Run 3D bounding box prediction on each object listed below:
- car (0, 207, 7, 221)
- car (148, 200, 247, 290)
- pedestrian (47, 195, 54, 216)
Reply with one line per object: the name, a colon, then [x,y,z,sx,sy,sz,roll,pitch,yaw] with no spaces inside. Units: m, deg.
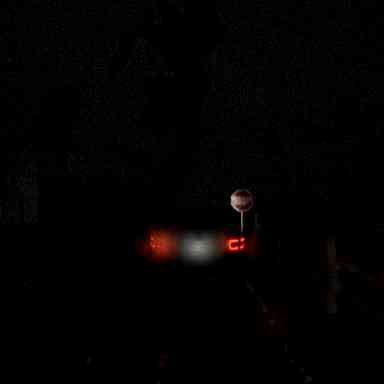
car: [-14.940,1.228,22.401,5.008,1.535,1.882,1,-1,0]
car: [0.111,1.224,9.228,2.150,2.045,5.566,0,0,0]
pedestrian: [-12.110,1.142,28.379,0.375,1.860,0.375,0,-2,0]
